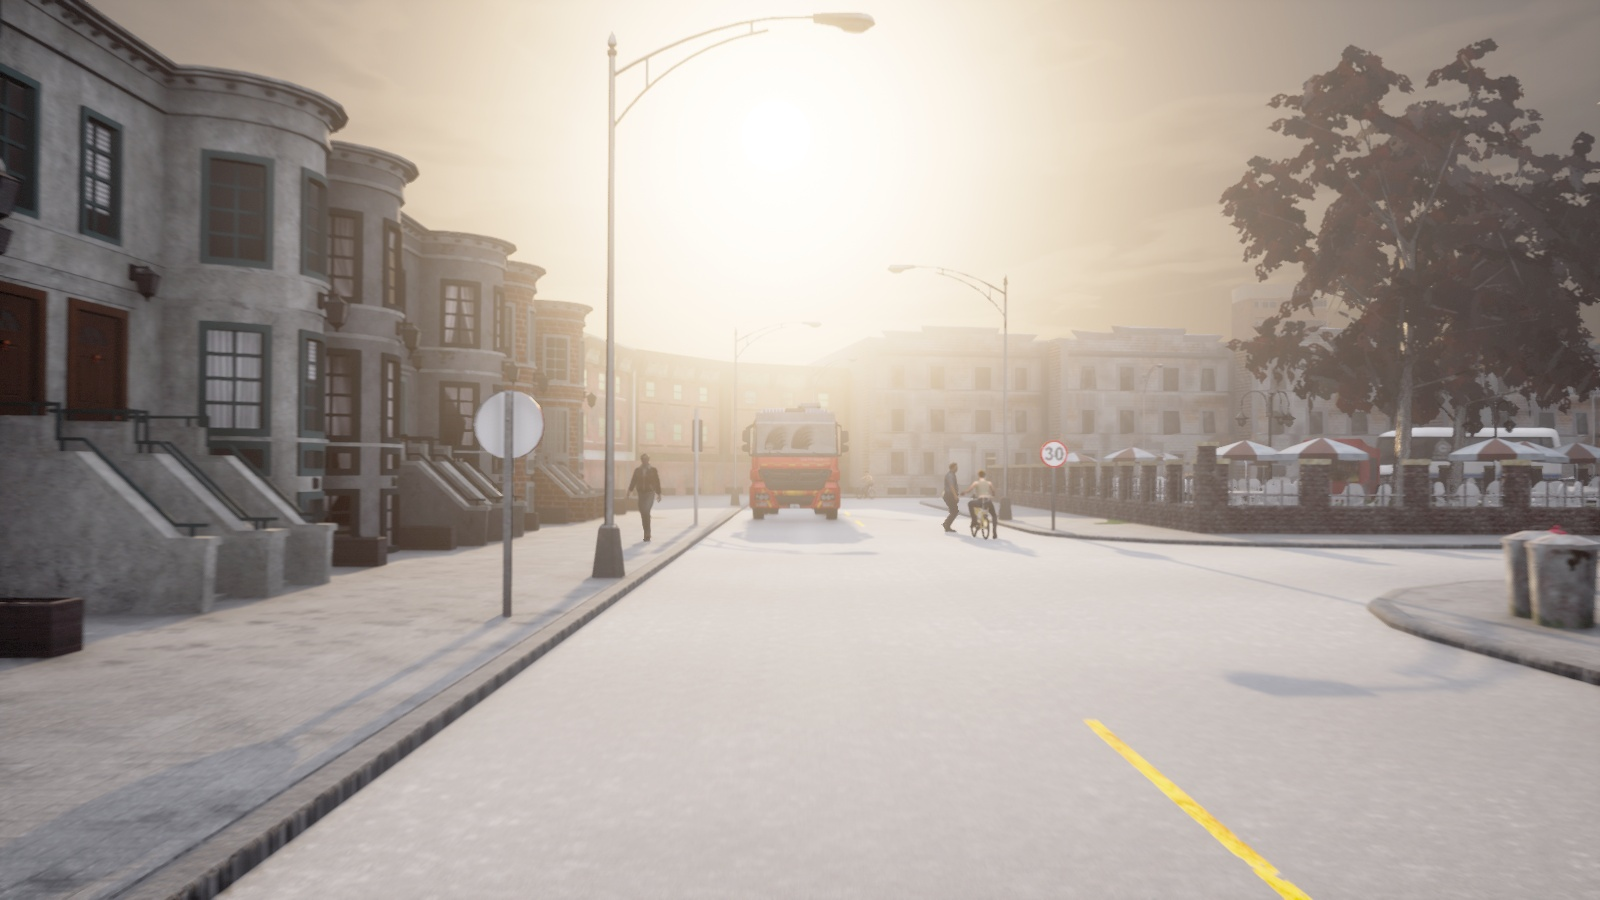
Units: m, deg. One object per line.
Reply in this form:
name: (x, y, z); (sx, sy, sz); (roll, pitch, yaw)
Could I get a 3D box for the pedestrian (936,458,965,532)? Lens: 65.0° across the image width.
pedestrian: (3.802, 1.126, 31.781); (0.694, 1.848, 0.540); (0, -1, 10)

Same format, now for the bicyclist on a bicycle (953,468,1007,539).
bicyclist on a bicycle: (4.203, 1.224, 29.415); (0.866, 1.612, 1.509); (0, -1, -8)

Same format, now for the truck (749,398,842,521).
truck: (-0.132, 0.373, 43.435); (2.891, 3.827, 8.468); (0, -1, 0)

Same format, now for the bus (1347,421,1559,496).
bus: (38.018, 0.507, 73.413); (10.273, 4.253, 3.944); (0, -1, 0)

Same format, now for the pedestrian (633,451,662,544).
pedestrian: (-3.111, 0.963, 25.618); (0.376, 1.854, 0.720); (0, -1, 10)
